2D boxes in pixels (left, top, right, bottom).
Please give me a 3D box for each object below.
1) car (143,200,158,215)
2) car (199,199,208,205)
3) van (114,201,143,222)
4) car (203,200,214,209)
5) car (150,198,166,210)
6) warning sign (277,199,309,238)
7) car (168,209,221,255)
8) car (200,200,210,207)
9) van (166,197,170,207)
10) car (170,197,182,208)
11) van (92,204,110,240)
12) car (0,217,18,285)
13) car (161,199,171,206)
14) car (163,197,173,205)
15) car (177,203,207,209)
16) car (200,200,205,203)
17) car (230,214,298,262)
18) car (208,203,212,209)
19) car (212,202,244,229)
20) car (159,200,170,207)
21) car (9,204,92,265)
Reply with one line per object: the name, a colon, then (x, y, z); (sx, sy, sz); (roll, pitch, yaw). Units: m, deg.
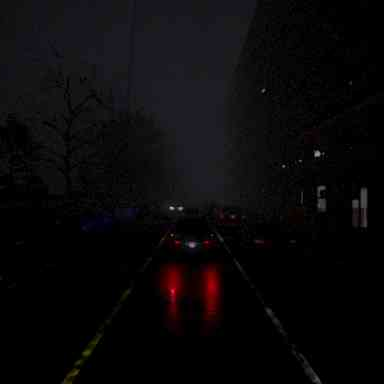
car: (-5.690, 2.014, 40.608); (1.947, 1.339, 4.313); (0, -1, 0)
car: (2.690, 2.482, 80.019); (1.947, 1.339, 4.313); (0, -1, 0)
van: (-5.690, 1.664, 29.350); (1.690, 1.788, 3.998); (0, -1, 0)
car: (2.690, 2.014, 40.608); (1.947, 1.339, 4.313); (0, -1, 0)
car: (-5.690, 1.892, 51.870); (2.192, 1.841, 5.009); (0, -1, 0)
warning sign: (5.068, 1.300, 16.786); (1.300, 1.860, 1.060); (0, -1, 0)
car: (0.019, 1.678, 13.907); (1.812, 1.442, 4.674); (0, 0, 0)
car: (2.690, 2.360, 68.757); (1.802, 1.307, 4.206); (0, -1, 0)
van: (-5.690, 2.052, 63.129); (1.690, 1.788, 3.998); (0, -1, 0)
car: (-3.025, 2.206, 64.627); (1.882, 1.535, 5.008); (0, -1, 1)
van: (-5.690, 1.540, 18.090); (1.690, 1.788, 3.998); (0, -1, 0)
car: (-5.690, 1.515, 6.828); (1.967, 1.590, 4.097); (0, -1, 0)
car: (-5.690, 2.392, 74.387); (1.887, 1.381, 4.507); (0, -1, 0)
car: (-5.690, 2.231, 80.022); (2.192, 1.841, 5.009); (0, -1, 0)
car: (0.016, 1.877, 28.425); (1.994, 1.385, 4.181); (0, -1, 0)
car: (2.690, 2.017, 51.869); (1.967, 1.590, 4.097); (0, -1, 0)
car: (2.690, 1.719, 12.457); (1.802, 1.307, 4.206); (0, -1, 0)
car: (2.690, 1.905, 29.348); (1.802, 1.307, 4.206); (0, -1, 0)
car: (2.690, 1.701, 23.719); (1.967, 1.590, 4.097); (0, -1, 0)
car: (-5.690, 2.361, 68.757); (1.802, 1.307, 4.206); (0, -1, 0)
car: (-5.691, 1.452, 12.460); (2.192, 1.841, 5.009); (0, -1, 0)
